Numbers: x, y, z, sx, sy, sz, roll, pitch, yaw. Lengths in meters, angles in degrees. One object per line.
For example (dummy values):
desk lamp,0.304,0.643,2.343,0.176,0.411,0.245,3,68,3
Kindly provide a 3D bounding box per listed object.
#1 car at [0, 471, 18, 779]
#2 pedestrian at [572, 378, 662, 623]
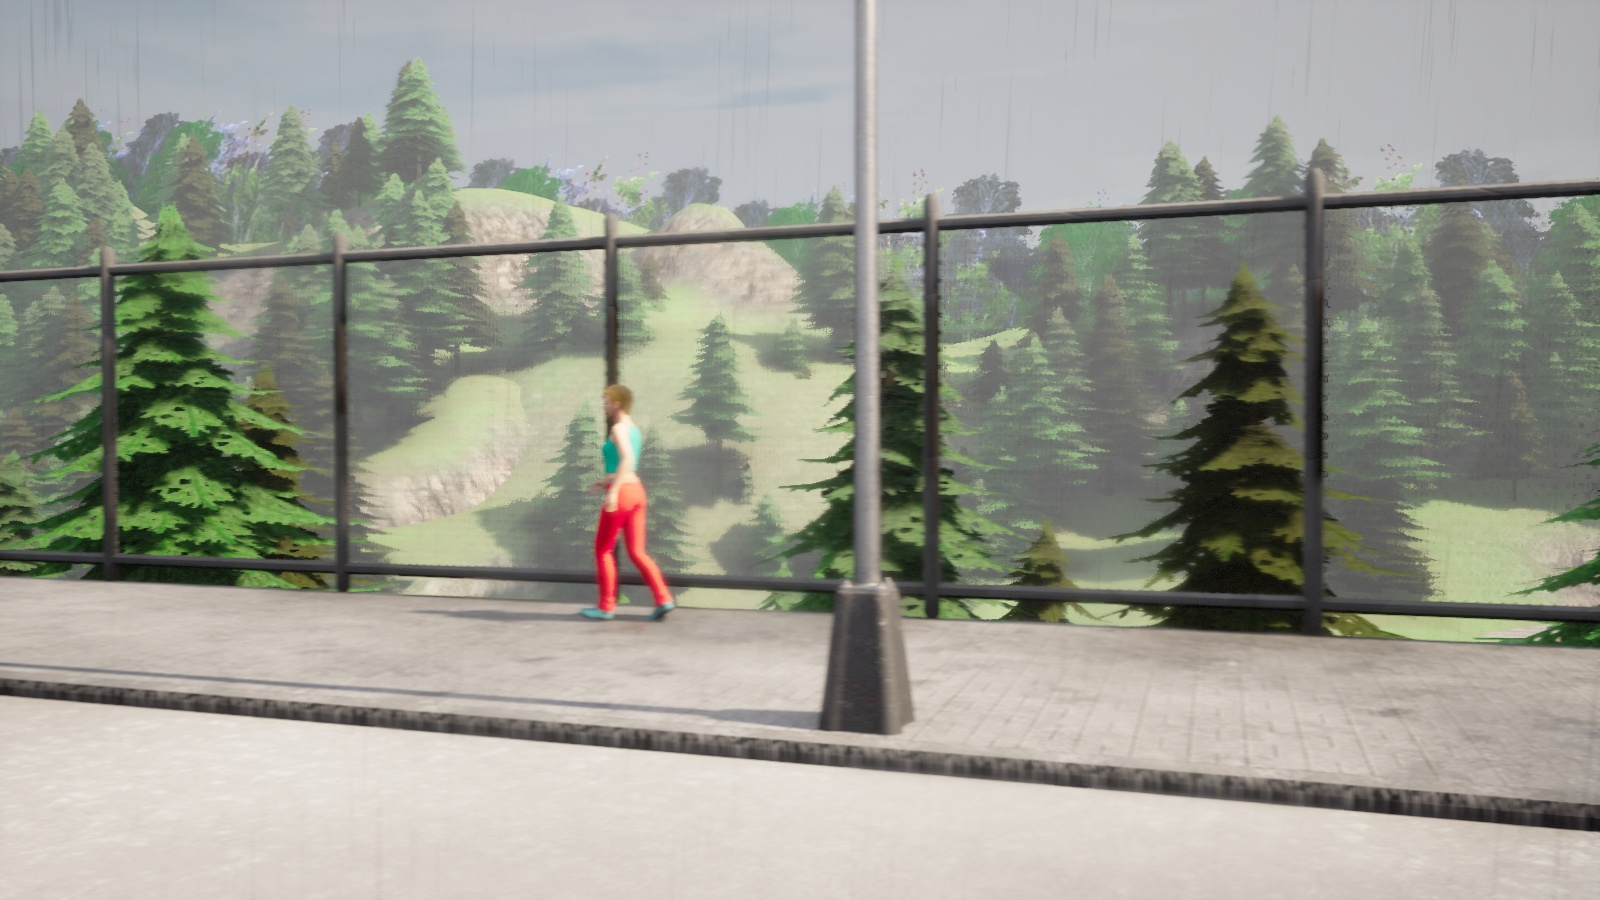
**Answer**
car,-4.827,0.778,5.343,2.207,1.376,1.481,1,1,19
pedestrian,-1.413,0.376,9.687,0.594,1.836,0.345,1,1,19
